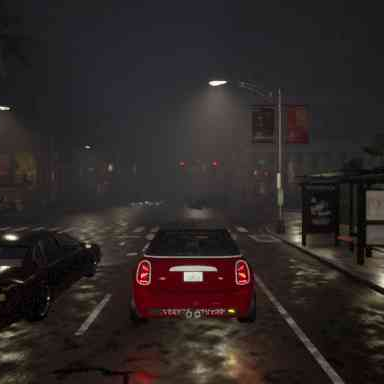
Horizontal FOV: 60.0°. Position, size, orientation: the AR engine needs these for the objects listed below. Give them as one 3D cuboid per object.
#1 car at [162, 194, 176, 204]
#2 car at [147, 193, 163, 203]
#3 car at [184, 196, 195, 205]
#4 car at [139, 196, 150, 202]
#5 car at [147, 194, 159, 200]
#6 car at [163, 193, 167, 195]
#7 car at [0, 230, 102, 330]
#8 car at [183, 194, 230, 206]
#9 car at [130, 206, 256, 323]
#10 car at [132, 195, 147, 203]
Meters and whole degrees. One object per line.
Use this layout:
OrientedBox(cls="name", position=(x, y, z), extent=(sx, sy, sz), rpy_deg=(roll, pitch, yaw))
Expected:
OrientedBox(cls="car", position=(-4.050, 1.601, 62.005), extent=(1.895, 1.301, 4.718), rpy_deg=(0, 0, -1))
OrientedBox(cls="car", position=(-7.738, 1.478, 69.985), extent=(1.882, 1.535, 5.008), rpy_deg=(0, 0, -1))
OrientedBox(cls="car", position=(-0.553, 1.505, 61.323), extent=(1.837, 1.490, 4.892), rpy_deg=(-1, 0, -2))
OrientedBox(cls="car", position=(-11.342, 1.595, 79.855), extent=(1.895, 1.301, 4.718), rpy_deg=(0, 0, -1))
OrientedBox(cls="car", position=(-10.603, 1.355, 90.153), extent=(2.097, 1.767, 4.553), rpy_deg=(0, 0, 9))
OrientedBox(cls="car", position=(-7.852, 1.225, 80.464), extent=(2.150, 2.045, 5.566), rpy_deg=(0, 0, -1))
OrientedBox(cls="car", position=(-3.491, 1.547, 7.164), extent=(2.033, 1.411, 5.357), rpy_deg=(0, 0, 0))
OrientedBox(cls="car", position=(1.999, 1.221, 41.077), extent=(5.566, 2.045, 2.150), rpy_deg=(0, -1, -24))
OrientedBox(cls="car", position=(0.008, 1.352, 7.370), extent=(2.097, 1.767, 4.553), rpy_deg=(0, 0, 0))
OrientedBox(cls="car", position=(-11.235, 1.355, 69.680), extent=(2.097, 1.767, 4.553), rpy_deg=(0, 0, -1))
